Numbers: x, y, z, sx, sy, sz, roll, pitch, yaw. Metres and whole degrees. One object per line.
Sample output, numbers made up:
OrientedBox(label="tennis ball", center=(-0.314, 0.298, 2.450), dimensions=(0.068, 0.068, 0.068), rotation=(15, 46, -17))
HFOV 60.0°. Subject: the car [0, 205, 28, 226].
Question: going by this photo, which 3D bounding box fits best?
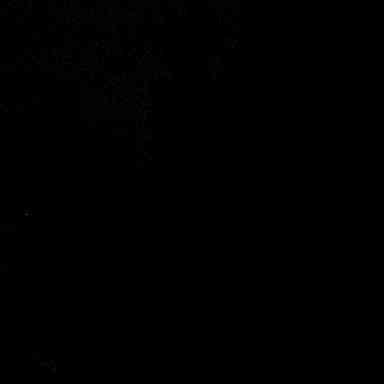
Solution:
OrientedBox(label="car", center=(-12.491, 1.369, 20.195), dimensions=(1.837, 1.490, 4.892), rotation=(0, 0, 32))
